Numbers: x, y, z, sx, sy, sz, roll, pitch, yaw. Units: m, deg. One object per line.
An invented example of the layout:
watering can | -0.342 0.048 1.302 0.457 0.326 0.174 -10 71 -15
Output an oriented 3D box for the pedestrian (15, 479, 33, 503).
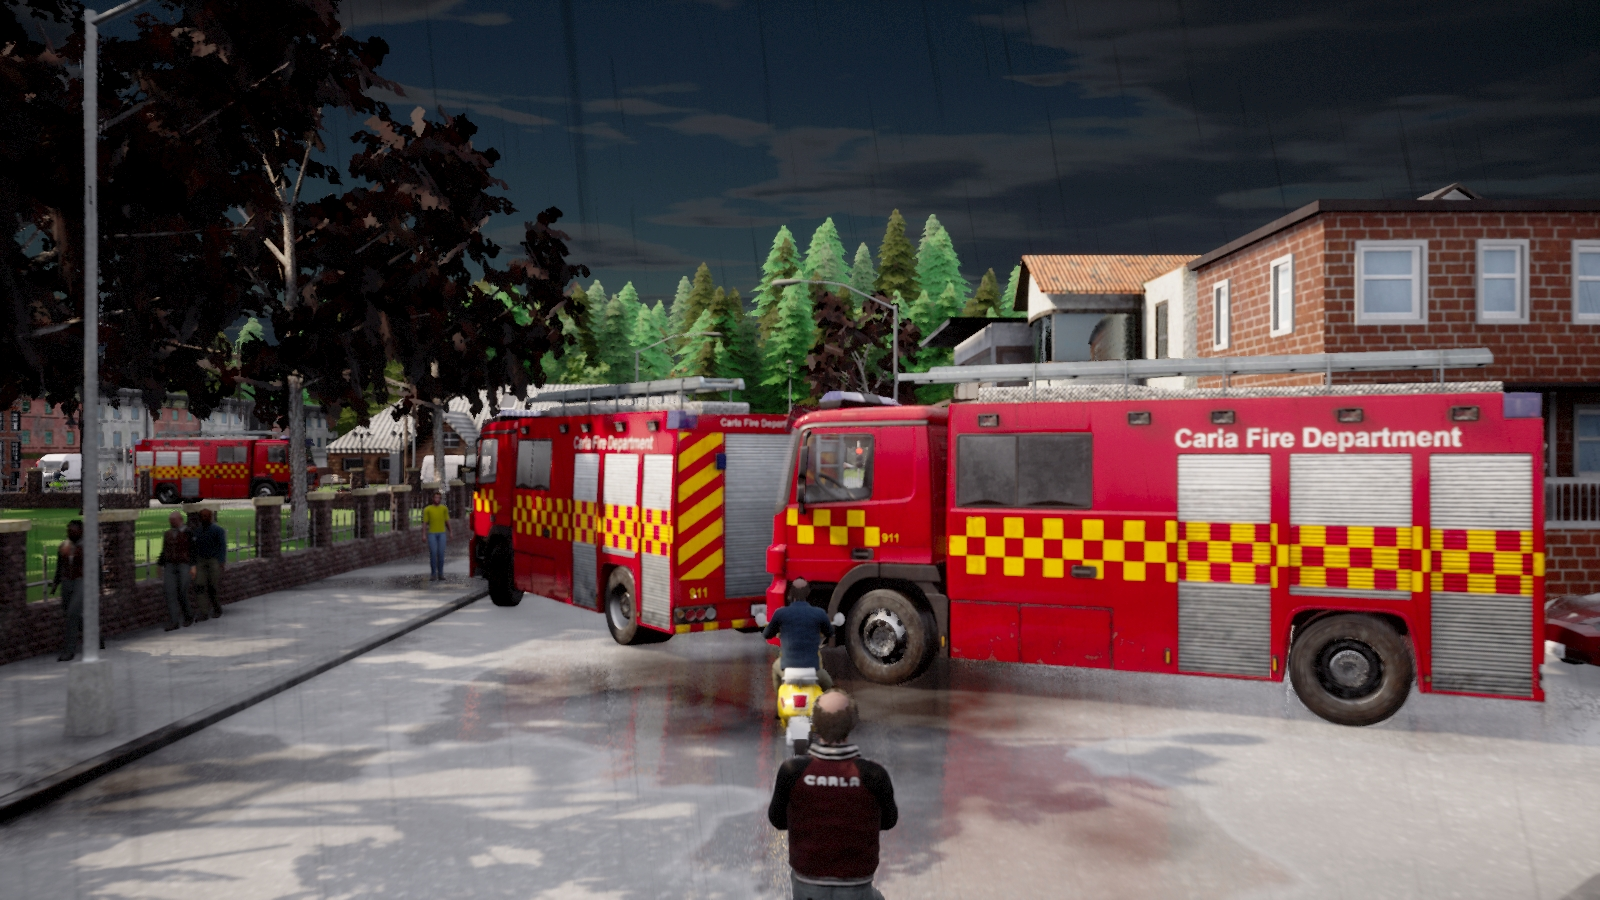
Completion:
pedestrian | -36.796 1.930 54.173 0.500 1.100 0.500 0 0 5

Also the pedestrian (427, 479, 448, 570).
pedestrian | -7.517 1.537 23.710 0.375 1.860 0.375 0 0 -25

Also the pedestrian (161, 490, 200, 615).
pedestrian | -9.325 1.533 17.205 0.375 1.860 0.375 0 0 0

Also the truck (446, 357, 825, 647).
truck | -3.233 0.681 19.358 2.891 3.827 8.468 0 0 -34

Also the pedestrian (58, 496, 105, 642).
pedestrian | -9.353 1.532 14.872 0.375 1.860 0.375 0 0 0

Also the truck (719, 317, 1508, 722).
truck | 3.436 0.676 13.889 8.468 3.827 2.891 0 0 24

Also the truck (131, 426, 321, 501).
truck | -29.848 0.697 59.624 8.468 3.827 2.891 0 0 1

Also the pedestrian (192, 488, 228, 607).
pedestrian | -9.356 1.533 18.123 0.375 1.860 0.375 0 0 0

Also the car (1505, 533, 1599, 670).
car | 11.837 1.850 14.213 4.792 1.488 2.163 0 0 0

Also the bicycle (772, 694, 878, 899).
bicycle | 0.151 1.943 5.198 0.329 1.271 1.835 0 0 6
